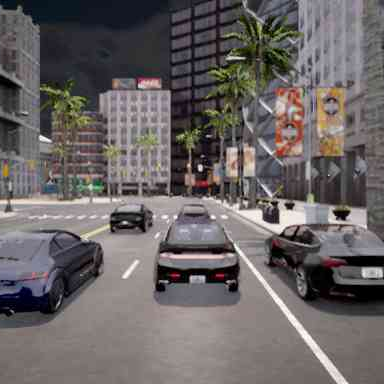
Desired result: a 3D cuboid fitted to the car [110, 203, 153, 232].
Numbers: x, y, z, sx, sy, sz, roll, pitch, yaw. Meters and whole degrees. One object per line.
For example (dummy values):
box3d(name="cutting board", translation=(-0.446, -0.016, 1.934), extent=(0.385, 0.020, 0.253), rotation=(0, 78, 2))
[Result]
box3d(name="car", translation=(-3.391, 1.390, 19.324), extent=(1.882, 1.535, 5.008), rotation=(0, 0, 0))

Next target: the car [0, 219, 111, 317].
box3d(name="car", translation=(-3.396, 1.528, 7.486), extent=(1.994, 1.385, 4.181), rotation=(0, 0, 0))

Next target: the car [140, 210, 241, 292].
box3d(name="car", translation=(0.105, 1.451, 8.797), extent=(2.128, 1.511, 4.902), rotation=(0, 0, 0))

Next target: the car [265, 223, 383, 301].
box3d(name="car", translation=(3.196, 1.475, 8.275), extent=(2.161, 1.482, 4.786), rotation=(0, 0, -1))

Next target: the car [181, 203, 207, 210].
box3d(name="car", translation=(0.109, 1.419, 19.052), extent=(1.837, 1.490, 4.892), rotation=(0, 0, 0))
